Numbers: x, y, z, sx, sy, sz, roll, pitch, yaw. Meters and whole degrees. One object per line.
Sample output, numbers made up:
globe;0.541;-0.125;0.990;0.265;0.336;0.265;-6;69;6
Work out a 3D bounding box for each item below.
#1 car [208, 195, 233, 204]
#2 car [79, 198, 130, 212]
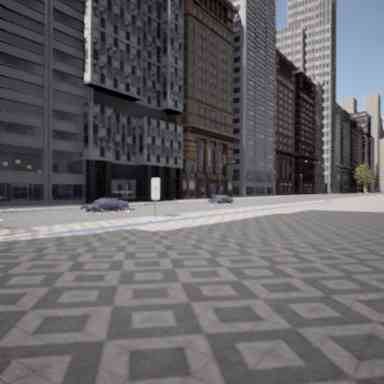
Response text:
car;4.638;1.145;53.116;2.033;1.411;5.357;0;1;36
car;-8.918;1.297;34.510;2.033;1.411;5.357;0;1;36
